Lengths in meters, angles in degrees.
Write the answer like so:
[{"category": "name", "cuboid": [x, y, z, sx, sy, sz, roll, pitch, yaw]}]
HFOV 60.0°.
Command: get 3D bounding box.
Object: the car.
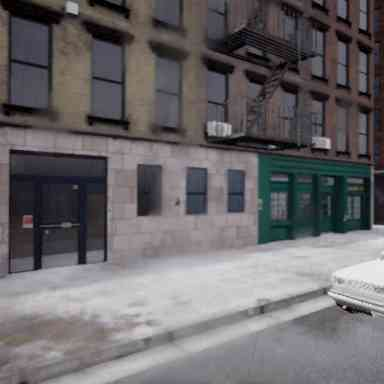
[{"category": "car", "cuboid": [4.722, 1.615, 6.409, 4.718, 1.301, 1.895, 0, 0, -35]}]
